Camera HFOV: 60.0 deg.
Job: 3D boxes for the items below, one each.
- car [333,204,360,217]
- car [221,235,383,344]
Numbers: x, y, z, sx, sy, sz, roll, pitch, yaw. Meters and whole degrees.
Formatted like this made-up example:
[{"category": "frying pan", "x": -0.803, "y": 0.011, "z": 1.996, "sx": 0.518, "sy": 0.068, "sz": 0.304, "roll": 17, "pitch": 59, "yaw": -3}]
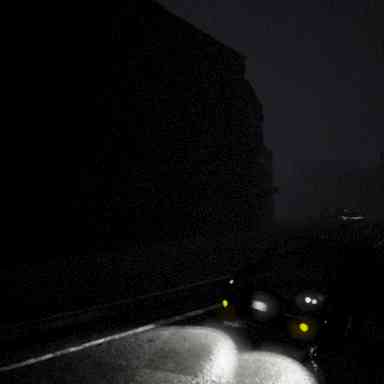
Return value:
[{"category": "car", "x": 21.463, "y": 2.524, "z": 46.401, "sx": 2.097, "sy": 1.767, "sz": 4.553, "roll": -2, "pitch": -3, "yaw": 3}, {"category": "car", "x": 2.481, "y": 1.570, "z": 6.497, "sx": 4.181, "sy": 1.385, "sz": 1.994, "roll": 0, "pitch": 0, "yaw": -44}]
